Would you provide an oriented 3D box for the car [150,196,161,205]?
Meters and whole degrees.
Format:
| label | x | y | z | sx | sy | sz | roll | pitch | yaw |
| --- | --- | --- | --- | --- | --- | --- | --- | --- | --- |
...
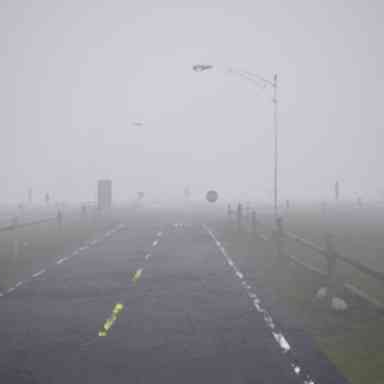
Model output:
| label | x | y | z | sx | sy | sz | roll | pitch | yaw |
| --- | --- | --- | --- | --- | --- | --- | --- | --- | --- |
| car | -6.699 | 1.575 | 61.304 | 1.837 | 1.490 | 4.892 | 0 | 2 | -7 |
